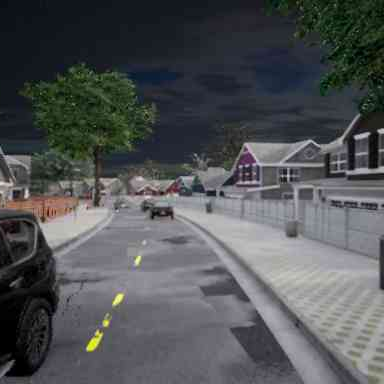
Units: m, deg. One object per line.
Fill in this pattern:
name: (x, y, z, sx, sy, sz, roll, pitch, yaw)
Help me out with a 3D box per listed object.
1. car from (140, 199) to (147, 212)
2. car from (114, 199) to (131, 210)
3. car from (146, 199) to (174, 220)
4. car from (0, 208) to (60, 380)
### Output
car: (-5.275, 1.604, 40.926, 1.837, 1.490, 4.892, 0, 0, -15)
car: (-9.329, 1.629, 44.476, 2.128, 1.511, 4.902, 0, 0, -16)
car: (-2.739, 1.529, 29.233, 1.882, 1.535, 5.008, 0, 0, -10)
car: (-2.946, 1.230, 2.636, 2.150, 2.045, 5.566, 0, 0, -1)
